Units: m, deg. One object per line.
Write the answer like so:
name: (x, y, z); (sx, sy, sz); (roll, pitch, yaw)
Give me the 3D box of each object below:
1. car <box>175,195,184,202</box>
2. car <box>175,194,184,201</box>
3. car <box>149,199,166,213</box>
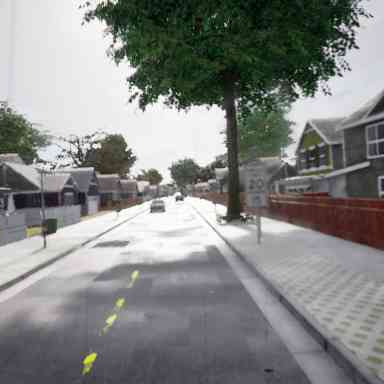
car: (-2.947, 1.389, 77.757); (2.097, 1.767, 4.553); (-3, 0, -2)
car: (-3.340, 1.440, 87.844); (2.128, 1.511, 4.902); (-3, 0, -2)
car: (-4.288, 1.718, 42.015); (1.837, 1.490, 4.892); (-3, 0, -2)
